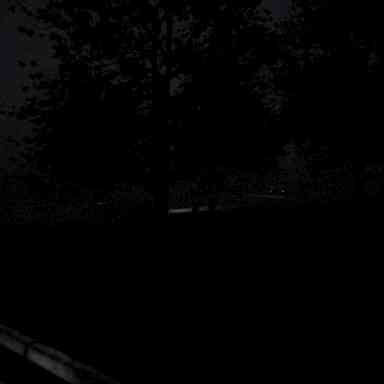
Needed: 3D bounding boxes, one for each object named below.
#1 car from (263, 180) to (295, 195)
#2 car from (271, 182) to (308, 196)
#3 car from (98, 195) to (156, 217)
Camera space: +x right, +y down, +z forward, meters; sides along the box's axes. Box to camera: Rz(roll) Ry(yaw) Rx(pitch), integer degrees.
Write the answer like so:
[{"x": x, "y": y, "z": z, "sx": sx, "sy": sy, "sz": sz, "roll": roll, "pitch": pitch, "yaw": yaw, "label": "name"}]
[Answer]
[{"x": 13.265, "y": -0.687, "z": 49.938, "sx": 5.566, "sy": 2.045, "sz": 2.150, "roll": -3, "pitch": 2, "yaw": -26, "label": "car"}, {"x": 13.972, "y": -0.279, "z": 46.385, "sx": 4.892, "sy": 1.490, "sz": 1.837, "roll": -2, "pitch": 2, "yaw": -26, "label": "car"}, {"x": -4.965, "y": 1.009, "z": 26.086, "sx": 4.902, "sy": 1.511, "sz": 2.128, "roll": -2, "pitch": 2, "yaw": -38, "label": "car"}]
